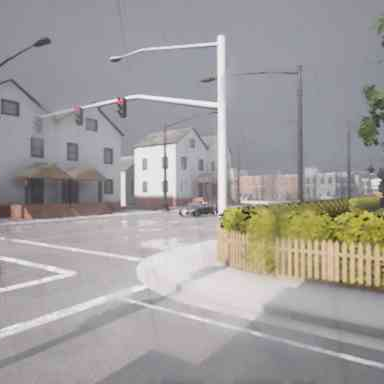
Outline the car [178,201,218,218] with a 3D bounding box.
[{"bbox_3d":[0.653,1.628,31.711,2.128,1.511,4.902,-1,0,35],"label":"car"}]
